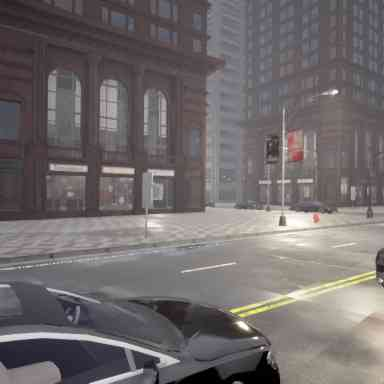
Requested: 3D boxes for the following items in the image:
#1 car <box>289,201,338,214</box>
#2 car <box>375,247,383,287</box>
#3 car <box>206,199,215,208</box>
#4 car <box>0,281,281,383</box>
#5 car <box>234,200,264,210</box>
[{"bbox_3d":[13.467,1.725,37.183,2.033,1.411,5.357,1,-1,-35],"label":"car"},{"bbox_3d":[6.218,1.516,7.868,4.892,1.490,1.837,0,0,-35],"label":"car"},{"bbox_3d":[1.678,1.748,53.774,1.882,1.535,5.008,1,-1,-35],"label":"car"},{"bbox_3d":[-1.396,1.492,2.444,4.902,1.511,2.128,0,0,-36],"label":"car"},{"bbox_3d":[7.709,1.787,45.283,1.994,1.385,4.181,1,-1,-35],"label":"car"}]
